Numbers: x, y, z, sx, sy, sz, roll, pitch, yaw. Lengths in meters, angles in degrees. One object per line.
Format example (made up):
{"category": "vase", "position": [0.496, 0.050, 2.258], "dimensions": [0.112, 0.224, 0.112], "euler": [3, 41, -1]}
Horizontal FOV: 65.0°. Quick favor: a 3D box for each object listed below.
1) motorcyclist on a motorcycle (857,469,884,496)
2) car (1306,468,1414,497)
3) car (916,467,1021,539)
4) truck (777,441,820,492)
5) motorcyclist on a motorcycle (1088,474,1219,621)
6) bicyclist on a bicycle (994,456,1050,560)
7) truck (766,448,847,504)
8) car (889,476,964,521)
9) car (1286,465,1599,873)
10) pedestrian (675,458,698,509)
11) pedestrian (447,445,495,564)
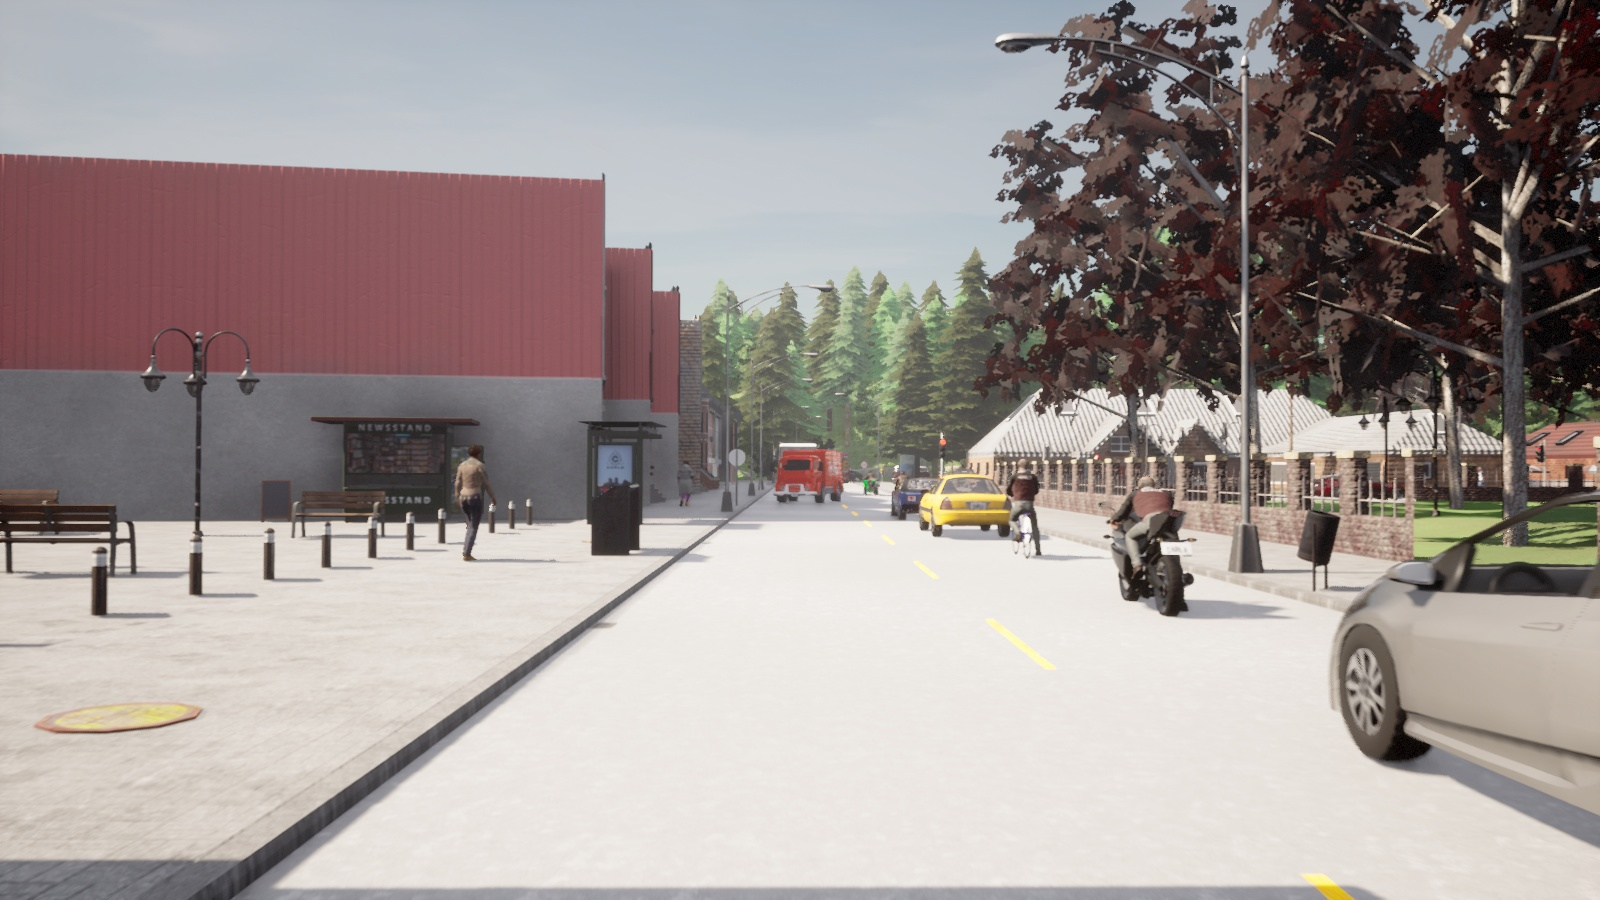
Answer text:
{"category": "motorcyclist on a motorcycle", "position": [4.187, 1.918, 74.826], "dimensions": [0.797, 1.523, 2.044], "euler": [3, -2, -21]}
{"category": "car", "position": [29.888, 1.715, 67.066], "dimensions": [4.792, 1.488, 2.163], "euler": [0, -1, -2]}
{"category": "car", "position": [3.955, 1.197, 30.281], "dimensions": [1.801, 1.575, 5.366], "euler": [0, -1, 0]}
{"category": "truck", "position": [-0.115, 1.200, 89.886], "dimensions": [2.891, 3.462, 7.936], "euler": [0, -1, 0]}
{"category": "motorcyclist on a motorcycle", "position": [3.973, 1.050, 14.324], "dimensions": [0.866, 1.530, 2.191], "euler": [0, -1, 0]}
{"category": "bicyclist on a bicycle", "position": [3.963, 1.010, 22.511], "dimensions": [0.659, 1.776, 1.843], "euler": [0, -1, 0]}
{"category": "truck", "position": [0.375, 1.224, 59.074], "dimensions": [2.627, 2.467, 5.204], "euler": [-1, -1, 14]}
{"category": "car", "position": [3.946, 1.505, 39.905], "dimensions": [1.895, 1.301, 4.718], "euler": [0, -1, 0]}
{"category": "car", "position": [3.987, 0.826, 5.421], "dimensions": [2.007, 1.525, 4.514], "euler": [0, -1, 0]}
{"category": "pedestrian", "position": [-4.411, 1.282, 48.723], "dimensions": [0.659, 1.952, 0.873], "euler": [0, -1, 13]}
{"category": "pedestrian", "position": [-5.108, 0.840, 19.535], "dimensions": [0.328, 1.805, 0.869], "euler": [0, -1, 16]}
